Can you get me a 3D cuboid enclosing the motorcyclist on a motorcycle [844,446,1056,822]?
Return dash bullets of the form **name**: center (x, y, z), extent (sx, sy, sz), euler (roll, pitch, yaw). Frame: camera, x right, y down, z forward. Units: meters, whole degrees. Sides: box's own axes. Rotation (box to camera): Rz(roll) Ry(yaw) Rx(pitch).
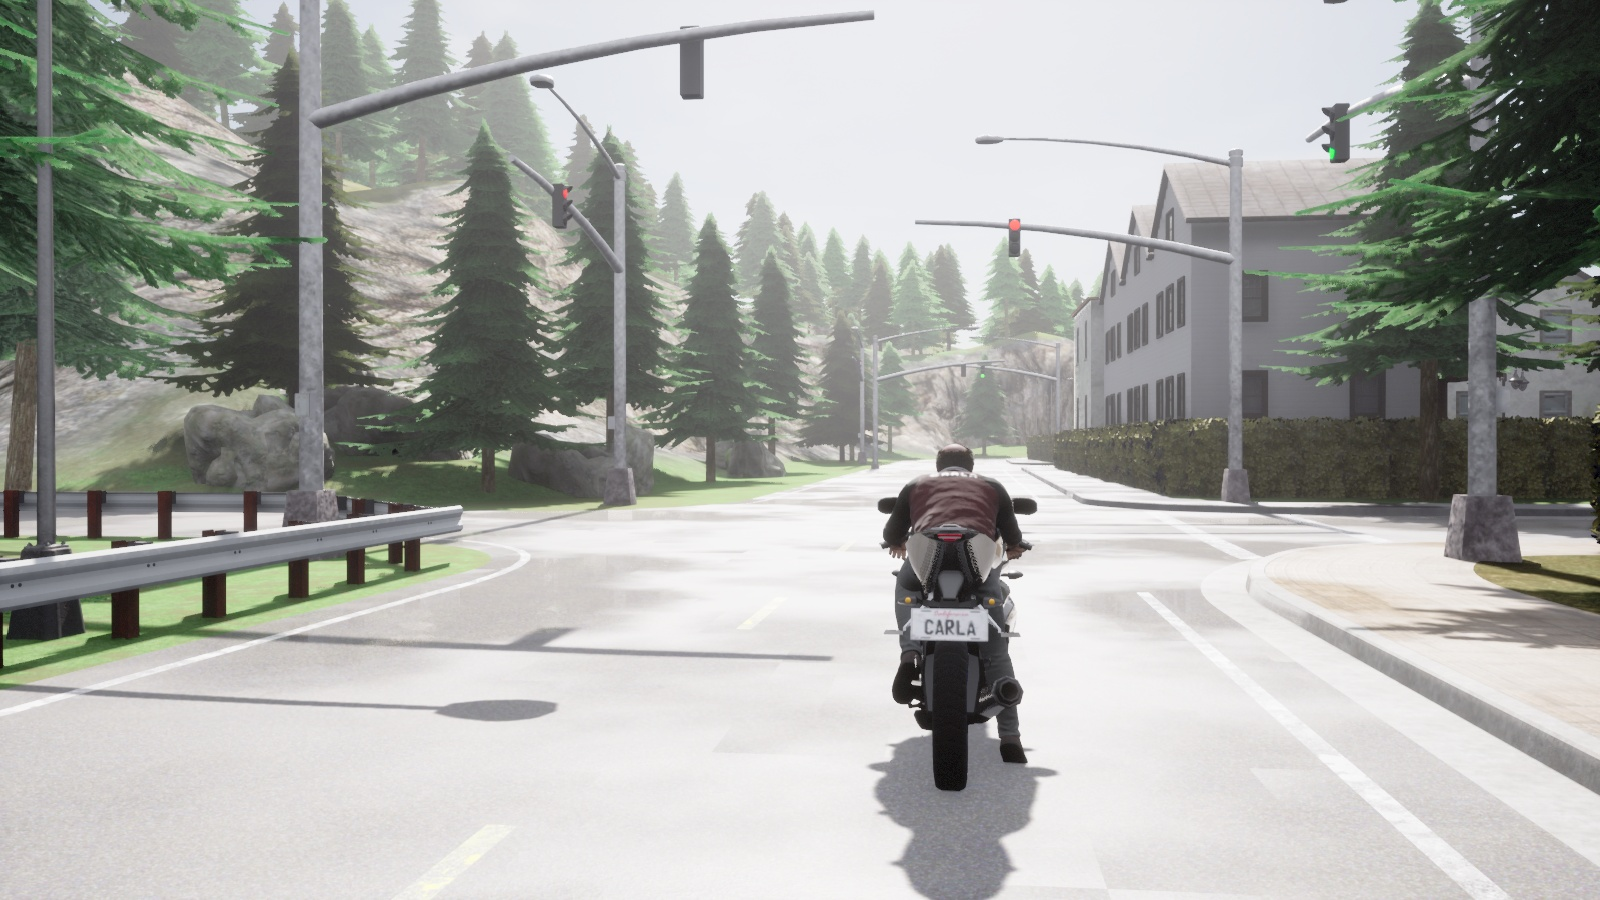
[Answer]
- **motorcyclist on a motorcycle**: center (0.770, 0.747, 6.268), extent (0.866, 1.530, 2.191), euler (0, 0, 8)
